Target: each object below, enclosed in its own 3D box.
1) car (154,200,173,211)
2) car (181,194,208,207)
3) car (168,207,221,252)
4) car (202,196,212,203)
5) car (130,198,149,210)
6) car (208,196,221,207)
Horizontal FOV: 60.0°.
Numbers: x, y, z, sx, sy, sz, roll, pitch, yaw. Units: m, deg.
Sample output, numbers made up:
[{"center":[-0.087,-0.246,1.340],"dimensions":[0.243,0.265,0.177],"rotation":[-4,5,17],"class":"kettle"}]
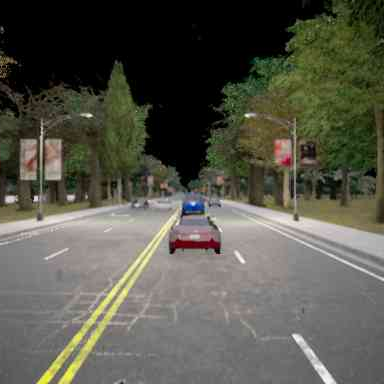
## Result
[{"center":[-3.324,1.581,39.167],"dimensions":[1.895,1.301,4.718],"rotation":[0,0,0],"class":"car"},{"center":[0.111,1.196,32.423],"dimensions":[2.150,2.045,5.566],"rotation":[0,0,0],"class":"car"},{"center":[0.104,1.542,13.702],"dimensions":[1.994,1.385,4.181],"rotation":[0,0,0],"class":"car"},{"center":[3.245,1.607,72.930],"dimensions":[1.994,1.385,4.181],"rotation":[0,0,0],"class":"car"},{"center":[-6.567,1.476,42.227],"dimensions":[2.128,1.511,4.902],"rotation":[0,0,0],"class":"car"},{"center":[3.370,1.544,51.128],"dimensions":[2.033,1.411,5.357],"rotation":[0,0,0],"class":"car"}]
